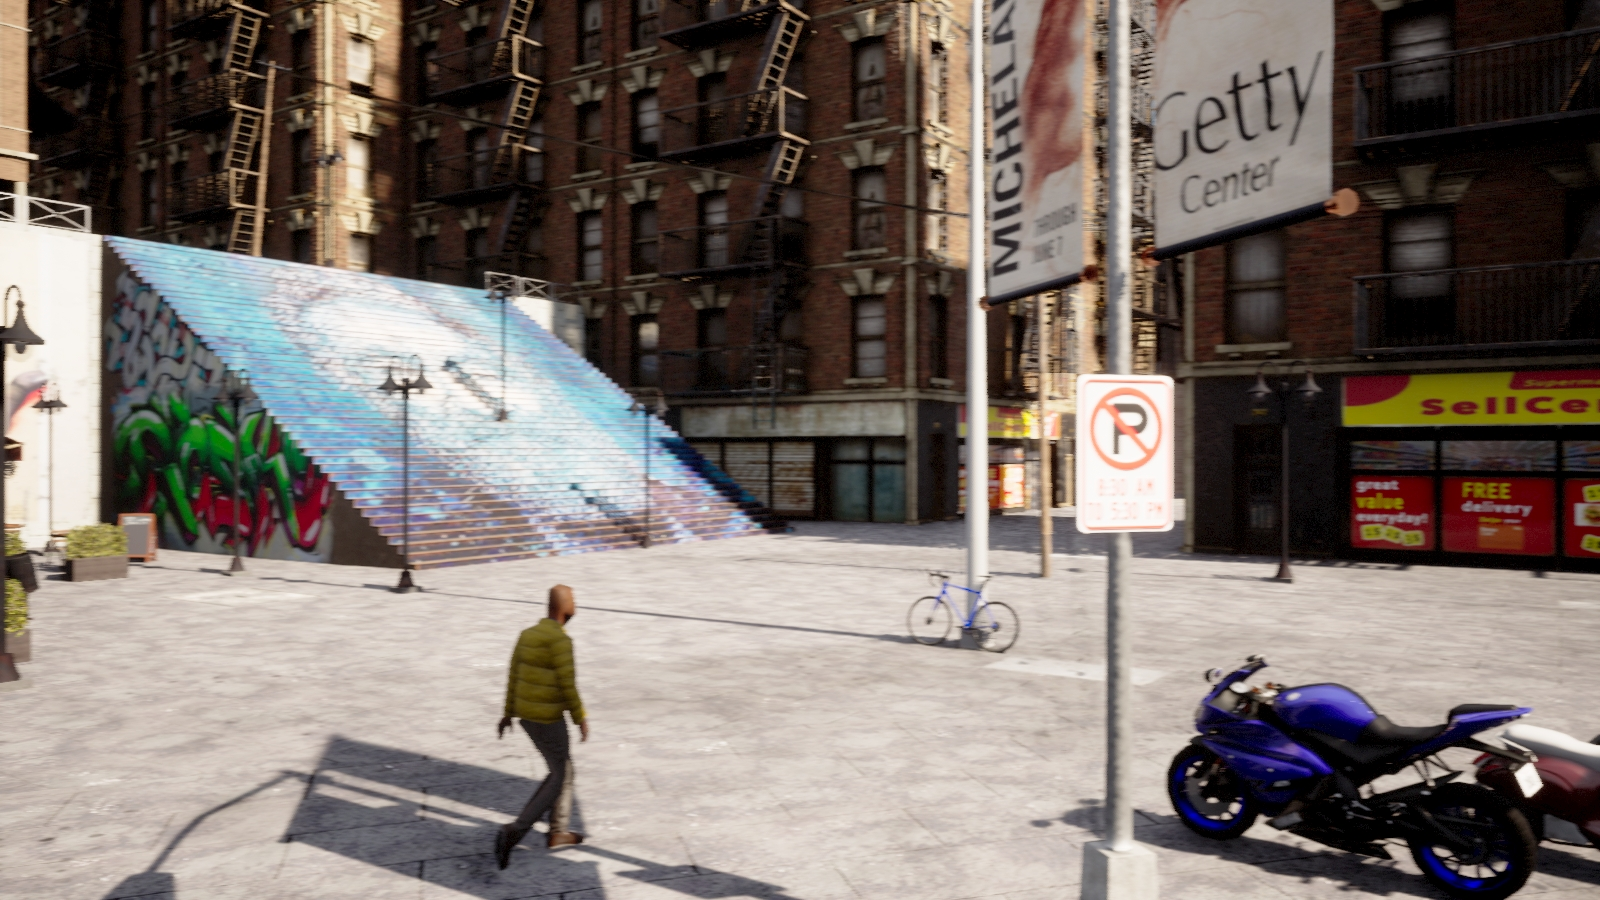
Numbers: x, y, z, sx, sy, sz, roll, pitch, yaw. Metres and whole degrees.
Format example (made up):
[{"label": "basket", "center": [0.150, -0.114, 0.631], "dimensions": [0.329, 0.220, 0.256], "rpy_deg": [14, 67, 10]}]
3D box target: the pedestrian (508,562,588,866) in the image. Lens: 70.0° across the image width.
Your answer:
[{"label": "pedestrian", "center": [-1.645, 1.688, 7.447], "dimensions": [0.375, 1.860, 0.375], "rpy_deg": [0, 0, -41]}]
